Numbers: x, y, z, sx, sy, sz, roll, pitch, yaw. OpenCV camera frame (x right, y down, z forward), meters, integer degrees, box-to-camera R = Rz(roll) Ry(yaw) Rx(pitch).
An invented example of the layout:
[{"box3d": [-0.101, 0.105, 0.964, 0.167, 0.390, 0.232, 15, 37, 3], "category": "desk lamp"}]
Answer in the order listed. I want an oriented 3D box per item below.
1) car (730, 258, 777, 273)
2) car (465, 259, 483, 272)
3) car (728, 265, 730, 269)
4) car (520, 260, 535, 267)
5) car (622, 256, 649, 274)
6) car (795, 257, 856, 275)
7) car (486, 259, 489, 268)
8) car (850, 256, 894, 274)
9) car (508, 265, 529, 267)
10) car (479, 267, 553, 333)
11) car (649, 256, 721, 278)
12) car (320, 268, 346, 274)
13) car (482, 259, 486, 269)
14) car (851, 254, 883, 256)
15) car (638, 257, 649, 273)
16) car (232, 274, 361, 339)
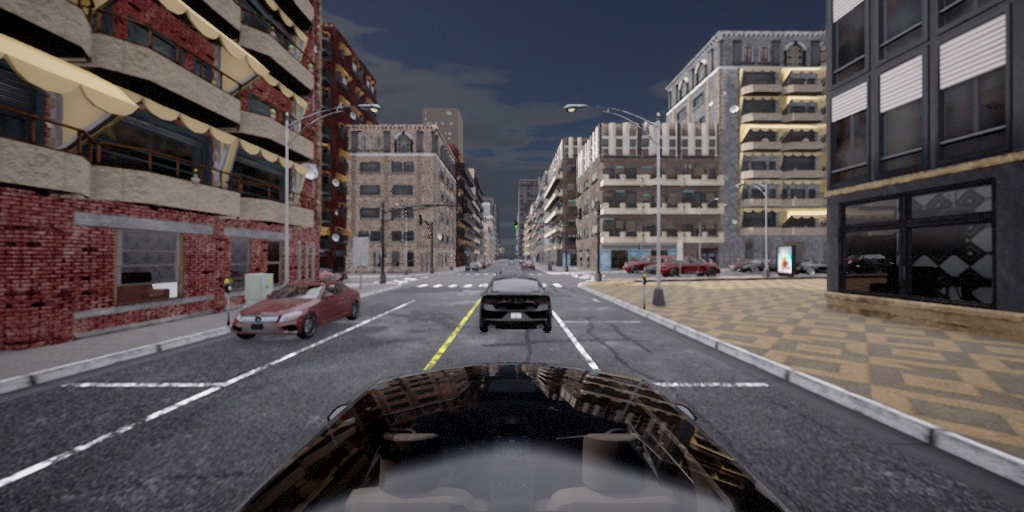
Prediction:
[{"box3d": [25.460, 0.955, 36.060, 5.357, 1.411, 2.033, -1, 0, 0], "category": "car"}, {"box3d": [-5.718, 1.561, 52.198, 1.948, 1.339, 4.313, 0, 0, 0], "category": "car"}, {"box3d": [25.646, 0.993, 38.650, 4.207, 1.307, 1.802, 0, 0, -1], "category": "car"}, {"box3d": [2.659, 1.464, 57.887, 1.967, 1.591, 4.097, 0, 0, 0], "category": "car"}, {"box3d": [14.555, 0.932, 38.547, 5.009, 1.841, 2.192, 0, 0, -1], "category": "car"}, {"box3d": [25.787, 0.952, 30.271, 4.313, 1.339, 1.948, 0, 0, -1], "category": "car"}, {"box3d": [-5.724, 1.369, 63.563, 2.192, 1.841, 5.009, 0, 0, 0], "category": "car"}, {"box3d": [31.335, 0.848, 30.323, 4.313, 1.339, 1.948, 0, 0, -1], "category": "car"}, {"box3d": [-0.095, 1.446, 22.103, 1.895, 1.301, 4.718, 0, 0, -3], "category": "car"}, {"box3d": [0.093, 1.270, 10.959, 1.882, 1.535, 5.008, 0, 0, 0], "category": "car"}, {"box3d": [14.694, 0.908, 30.167, 5.009, 1.841, 2.192, 0, 0, -1], "category": "car"}, {"box3d": [-17.193, 1.751, 32.458, 4.181, 1.385, 1.994, -1, 0, -1], "category": "car"}, {"box3d": [-5.721, 1.550, 57.711, 1.751, 1.417, 4.829, 0, 0, 0], "category": "car"}, {"box3d": [35.118, 0.578, 36.141, 4.553, 1.767, 2.097, -1, 0, -1], "category": "car"}, {"box3d": [15.715, 1.094, 35.972, 4.892, 1.490, 1.837, -1, 0, -1], "category": "car"}, {"box3d": [-5.746, 1.370, 10.175, 1.802, 1.307, 4.207, 0, 0, 0], "category": "car"}]
